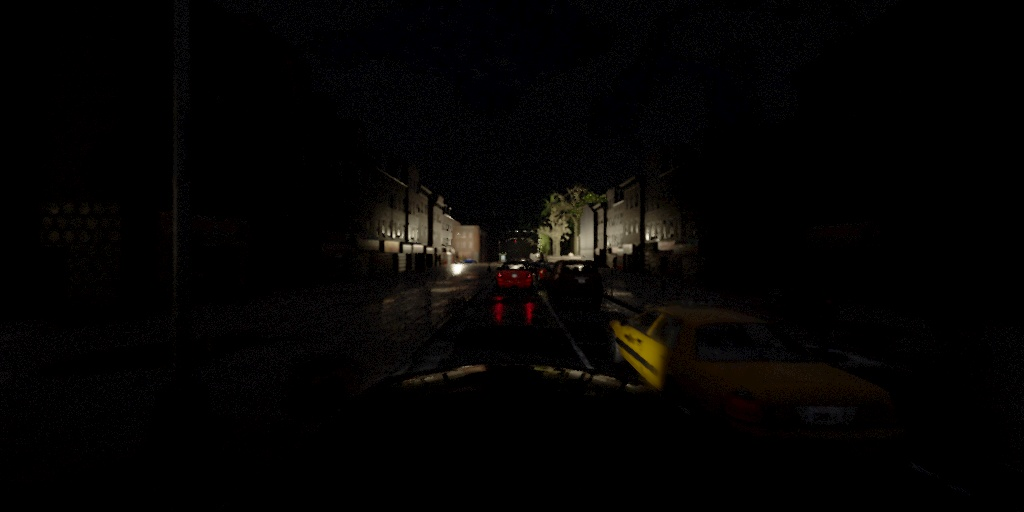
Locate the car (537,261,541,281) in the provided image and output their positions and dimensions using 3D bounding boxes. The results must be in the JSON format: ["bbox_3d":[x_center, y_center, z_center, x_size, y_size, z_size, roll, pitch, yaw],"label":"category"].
[{"bbox_3d":[2.840,1.201,27.625,1.967,1.591,4.097,0,0,0],"label":"car"}]

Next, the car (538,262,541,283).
[{"bbox_3d":[2.793,1.285,22.172,1.751,1.417,4.829,0,0,0],"label":"car"}]

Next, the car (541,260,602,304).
[{"bbox_3d":[2.743,1.075,16.381,2.192,1.841,5.009,0,0,0],"label":"car"}]

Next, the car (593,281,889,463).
[{"bbox_3d":[2.647,1.292,5.307,1.751,1.417,4.829,0,0,0],"label":"car"}]

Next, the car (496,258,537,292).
[{"bbox_3d":[0.157,1.091,21.595,2.097,1.767,4.553,0,0,0],"label":"car"}]
